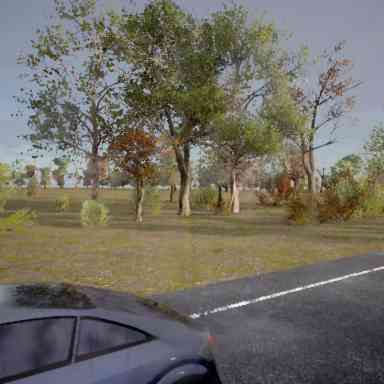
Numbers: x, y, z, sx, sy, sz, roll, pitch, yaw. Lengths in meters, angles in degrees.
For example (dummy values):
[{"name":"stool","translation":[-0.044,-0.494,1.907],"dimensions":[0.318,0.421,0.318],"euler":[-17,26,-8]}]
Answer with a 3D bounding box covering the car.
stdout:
[{"name":"car","translation":[-1.767,1.564,2.707],"dimensions":[4.181,1.385,1.994],"euler":[0,0,-35]}]
